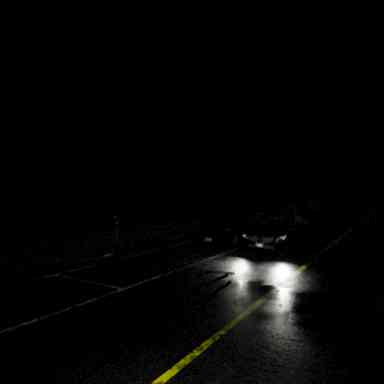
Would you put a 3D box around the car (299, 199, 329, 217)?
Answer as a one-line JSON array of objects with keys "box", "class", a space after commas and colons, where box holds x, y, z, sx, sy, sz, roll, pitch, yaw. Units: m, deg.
[{"box": [10.538, 1.582, 29.468, 1.802, 1.307, 4.206, 0, 0, 32], "class": "car"}]

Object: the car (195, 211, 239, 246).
[{"box": [1.807, 1.566, 15.379, 1.947, 1.339, 4.313, 0, 0, 32], "class": "car"}]

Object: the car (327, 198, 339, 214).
[{"box": [13.448, 1.566, 34.164, 1.947, 1.339, 4.313, 0, 0, 32], "class": "car"}]

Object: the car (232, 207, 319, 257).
[{"box": [3.514, 1.526, 13.260, 1.812, 1.442, 4.674, 0, 0, 32], "class": "car"}]

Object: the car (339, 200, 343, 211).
[{"box": [16.359, 1.441, 38.861, 1.967, 1.590, 4.097, 0, 0, 32], "class": "car"}]
